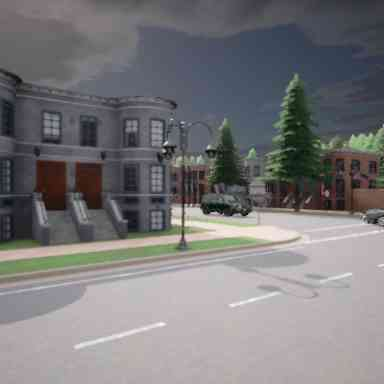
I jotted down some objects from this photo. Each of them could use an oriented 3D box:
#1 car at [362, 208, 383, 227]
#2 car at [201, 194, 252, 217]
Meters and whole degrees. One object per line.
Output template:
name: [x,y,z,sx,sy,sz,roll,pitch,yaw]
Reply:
car: [13.989,1.492,22.110,4.892,1.490,1.837,0,4,9]
car: [3.022,1.172,30.664,2.150,2.045,5.566,0,0,-33]
